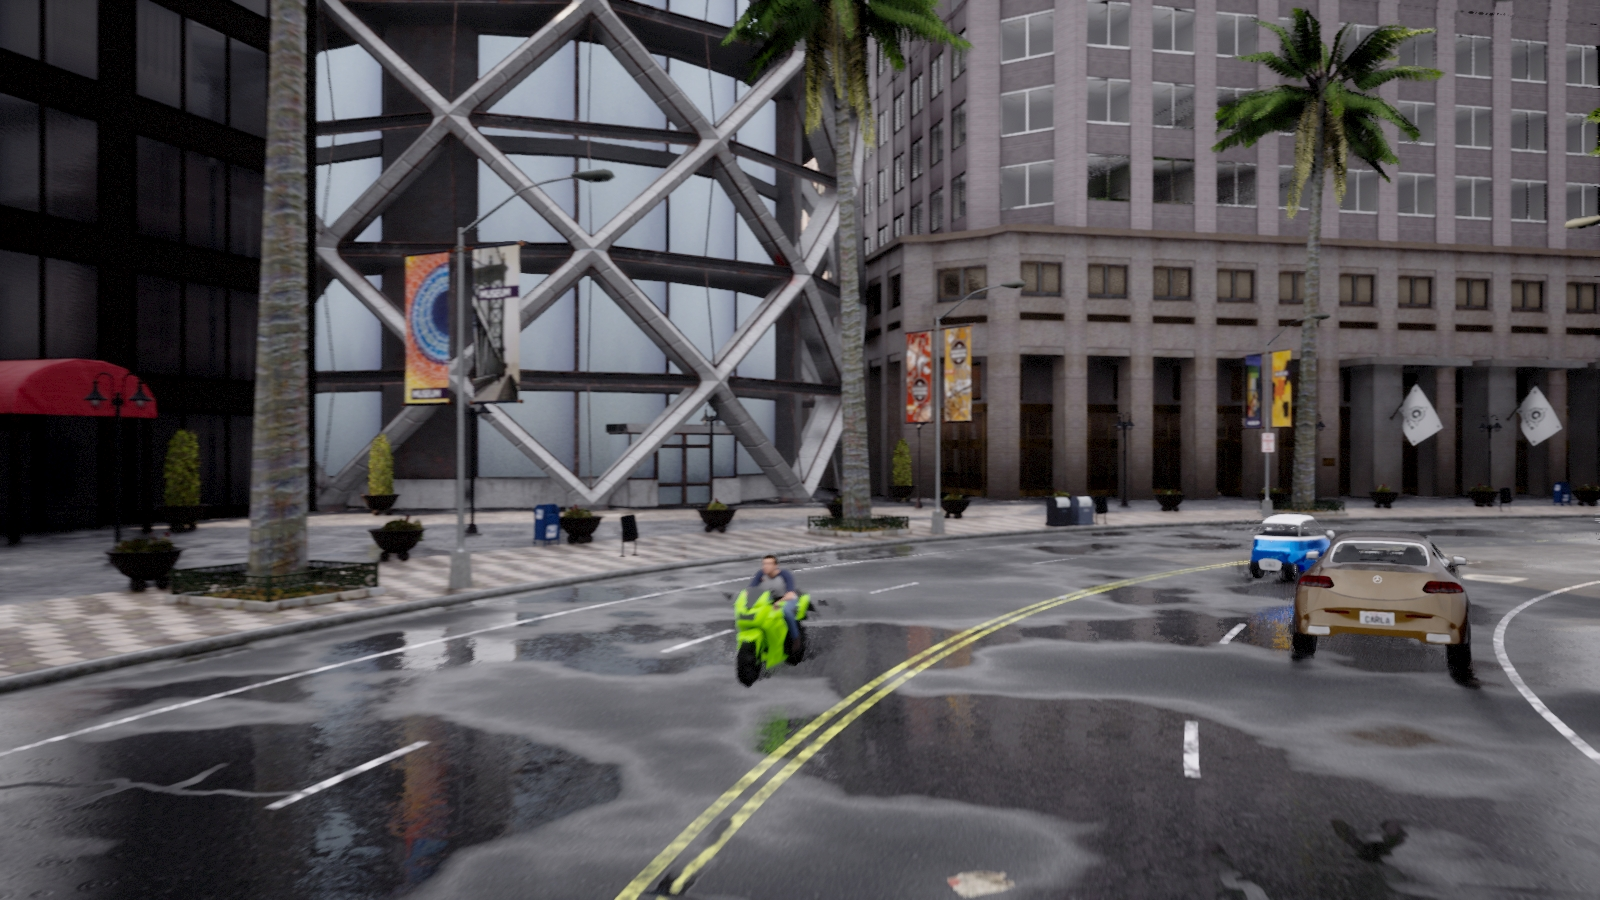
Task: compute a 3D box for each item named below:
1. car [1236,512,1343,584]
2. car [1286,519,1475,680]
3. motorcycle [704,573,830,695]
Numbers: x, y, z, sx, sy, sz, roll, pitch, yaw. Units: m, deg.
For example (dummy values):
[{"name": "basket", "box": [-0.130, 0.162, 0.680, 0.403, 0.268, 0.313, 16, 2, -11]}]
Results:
[{"name": "car", "box": [10.834, 2.126, 25.256, 1.481, 1.376, 2.207, 0, 0, 44]}, {"name": "car", "box": [8.543, 1.997, 16.737, 2.152, 1.651, 5.027, 0, 0, 29]}, {"name": "motorcycle", "box": [-0.366, 2.212, 14.117, 0.803, 1.145, 2.033, 1, 0, 22]}]
